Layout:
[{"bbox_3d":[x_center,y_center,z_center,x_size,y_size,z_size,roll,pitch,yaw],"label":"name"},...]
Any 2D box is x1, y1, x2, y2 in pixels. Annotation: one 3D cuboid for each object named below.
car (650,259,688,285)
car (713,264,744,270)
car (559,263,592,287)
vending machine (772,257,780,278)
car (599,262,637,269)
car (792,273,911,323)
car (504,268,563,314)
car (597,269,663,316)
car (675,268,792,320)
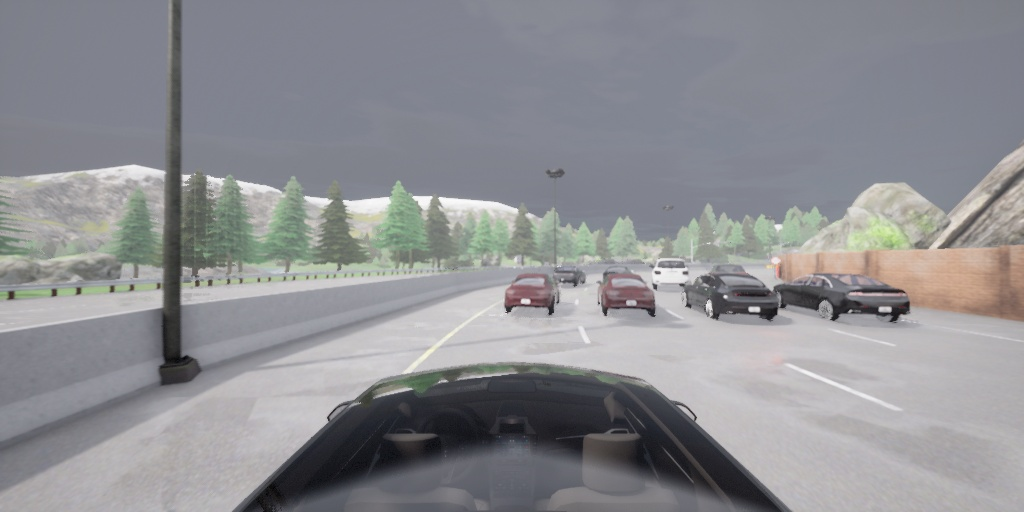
[{"bbox_3d":[10.696,1.204,24.409,2.150,2.045,5.566,0,0,21],"label":"car"},{"bbox_3d":[14.350,1.326,24.034,2.097,1.767,4.553,0,-1,22],"label":"car"},{"bbox_3d":[4.455,1.504,27.584,2.128,1.511,4.902,0,0,22],"label":"car"},{"bbox_3d":[29.352,1.322,39.058,1.100,2.100,0.880,0,0,42],"label":"vending machine"},{"bbox_3d":[8.063,1.484,27.114,1.882,1.535,5.008,0,0,23],"label":"car"},{"bbox_3d":[11.233,1.354,12.751,2.128,1.511,4.902,0,0,11],"label":"car"},{"bbox_3d":[0.902,1.405,14.550,1.812,1.442,4.674,0,0,11],"label":"car"},{"bbox_3d":[4.372,1.400,14.077,1.812,1.442,4.674,0,0,11],"label":"car"},{"bbox_3d":[7.759,1.373,13.208,1.837,1.490,4.892,0,0,11],"label":"car"}]
